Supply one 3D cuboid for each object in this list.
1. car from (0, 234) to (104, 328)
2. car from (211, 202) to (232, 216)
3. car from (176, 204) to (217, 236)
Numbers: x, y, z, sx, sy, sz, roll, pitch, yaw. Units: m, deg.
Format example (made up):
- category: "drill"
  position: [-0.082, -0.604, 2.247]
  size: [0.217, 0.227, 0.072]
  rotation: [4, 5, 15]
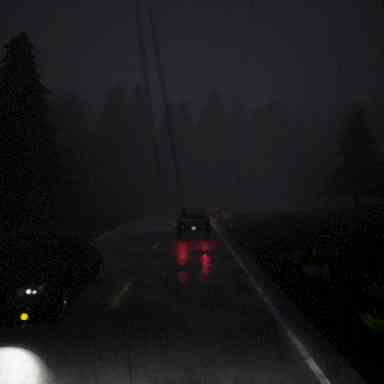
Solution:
- category: "car"
  position: [-3.298, 1.629, 7.116]
  size: [1.994, 1.385, 4.181]
  rotation: [0, -1, 0]
- category: "car"
  position: [2.971, 1.856, 36.400]
  size: [1.812, 1.442, 4.674]
  rotation: [-1, -1, 31]
- category: "car"
  position: [0.087, 1.668, 19.458]
  size: [2.128, 1.511, 4.902]
  rotation: [0, -1, 0]
